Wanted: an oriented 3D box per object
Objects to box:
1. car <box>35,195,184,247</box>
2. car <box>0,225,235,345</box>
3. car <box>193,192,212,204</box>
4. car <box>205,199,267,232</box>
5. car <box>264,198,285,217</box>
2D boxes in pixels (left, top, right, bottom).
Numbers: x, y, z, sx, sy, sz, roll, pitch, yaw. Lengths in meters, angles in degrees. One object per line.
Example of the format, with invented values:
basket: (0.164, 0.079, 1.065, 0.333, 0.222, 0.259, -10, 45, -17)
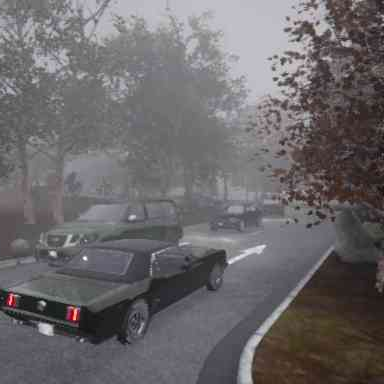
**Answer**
car: (-2.356, 1.252, 11.141, 2.150, 2.045, 5.566, -1, 0, 28)
car: (-0.955, 1.598, 6.524, 1.895, 1.301, 4.718, -1, 0, 28)
car: (0.384, 0.771, 46.157, 5.008, 1.535, 1.882, 3, 1, 31)
car: (2.755, 1.445, 20.289, 1.882, 1.535, 5.008, -1, 0, 29)
car: (7.021, 1.316, 30.166, 1.882, 1.535, 5.008, 0, 1, 3)
